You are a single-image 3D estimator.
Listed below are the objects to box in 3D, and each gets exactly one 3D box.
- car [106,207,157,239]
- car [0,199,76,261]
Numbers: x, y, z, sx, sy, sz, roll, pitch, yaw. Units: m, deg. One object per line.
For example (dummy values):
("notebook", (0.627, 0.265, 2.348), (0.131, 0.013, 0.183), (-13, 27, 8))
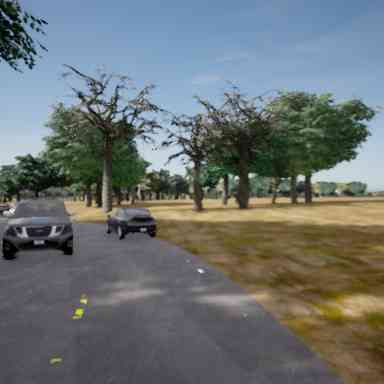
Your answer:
("car", (-3.372, 1.591, 18.000), (1.837, 1.490, 4.892), (0, -1, -26))
("car", (-5.936, 1.290, 13.197), (2.150, 2.045, 5.566), (0, -1, -22))
